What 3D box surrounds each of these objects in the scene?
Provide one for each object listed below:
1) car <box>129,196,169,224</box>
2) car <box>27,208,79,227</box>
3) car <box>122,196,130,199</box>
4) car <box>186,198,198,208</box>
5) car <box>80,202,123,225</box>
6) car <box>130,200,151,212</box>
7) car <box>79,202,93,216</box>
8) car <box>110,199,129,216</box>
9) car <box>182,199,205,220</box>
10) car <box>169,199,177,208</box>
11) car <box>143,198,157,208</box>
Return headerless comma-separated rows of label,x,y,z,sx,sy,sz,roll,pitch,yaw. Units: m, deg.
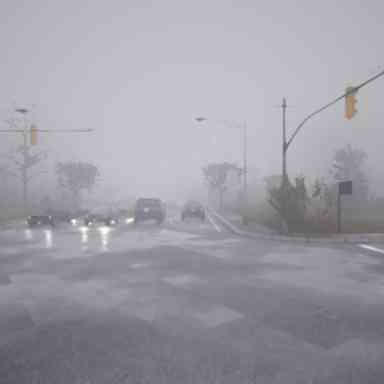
car,-3.406,1.512,27.556,2.150,2.045,5.566,0,-1,0
car,-10.594,1.868,25.299,1.895,1.301,4.718,0,-1,0
car,-10.520,1.620,54.876,2.150,2.045,5.566,0,0,0
car,-0.055,1.874,58.036,2.128,1.511,4.902,0,1,-1
car,-7.094,1.805,26.529,1.812,1.442,4.674,0,-1,0
car,-7.009,1.909,45.837,2.128,1.511,4.902,0,0,0
car,-10.564,1.839,34.663,1.882,1.535,5.008,0,-1,0
car,-7.057,1.848,35.740,1.882,1.535,5.008,0,0,0
car,0.094,1.686,31.772,2.097,1.767,4.553,0,-1,0
car,-3.529,1.880,56.880,2.128,1.511,4.902,0,0,-1
car,-7.020,1.896,56.263,1.837,1.490,4.892,0,0,0
